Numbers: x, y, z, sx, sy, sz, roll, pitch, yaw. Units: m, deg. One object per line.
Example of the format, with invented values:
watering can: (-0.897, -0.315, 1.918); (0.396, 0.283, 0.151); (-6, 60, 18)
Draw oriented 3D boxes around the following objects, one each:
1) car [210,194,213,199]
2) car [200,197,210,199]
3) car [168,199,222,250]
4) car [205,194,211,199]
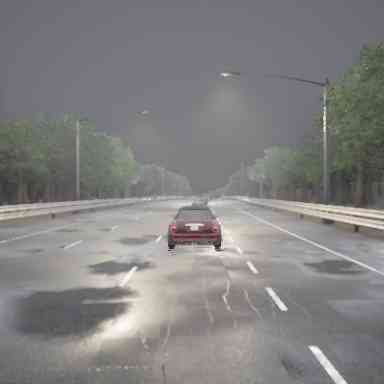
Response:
car: (3.566, 1.851, 84.111); (1.895, 1.301, 4.718); (0, 0, 4)
car: (0.844, 1.626, 39.859); (2.033, 1.411, 5.357); (0, 0, 2)
car: (0.130, 1.379, 14.625); (2.097, 1.767, 4.553); (0, 0, 1)
car: (2.324, 1.718, 66.821); (2.033, 1.411, 5.357); (0, 0, 4)
